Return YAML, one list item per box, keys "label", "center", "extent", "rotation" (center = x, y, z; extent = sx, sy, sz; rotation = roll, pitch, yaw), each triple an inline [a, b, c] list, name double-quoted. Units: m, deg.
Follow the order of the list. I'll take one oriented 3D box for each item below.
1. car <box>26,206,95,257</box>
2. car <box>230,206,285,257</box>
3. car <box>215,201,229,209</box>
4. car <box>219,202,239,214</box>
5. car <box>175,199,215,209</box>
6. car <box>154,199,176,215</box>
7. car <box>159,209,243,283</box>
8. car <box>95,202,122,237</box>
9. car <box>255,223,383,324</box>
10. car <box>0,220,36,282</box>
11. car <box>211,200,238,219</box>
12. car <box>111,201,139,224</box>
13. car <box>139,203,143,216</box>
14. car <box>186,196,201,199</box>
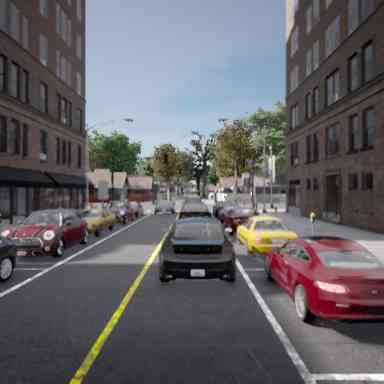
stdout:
- label: "car"
  center: [-5.337, 1.395, 12.420]
  extent: [1.967, 1.590, 4.097]
  rotation: [0, 0, 0]
- label: "car"
  center: [2.688, 1.479, 12.558]
  extent: [1.752, 1.417, 4.829]
  rotation: [0, 0, 0]
- label: "car"
  center: [2.738, 1.500, 23.424]
  extent: [1.802, 1.307, 4.206]
  rotation: [0, 0, 0]
- label: "car"
  center: [2.713, 1.480, 17.906]
  extent: [1.887, 1.381, 4.507]
  rotation: [0, 0, 0]
- label: "car"
  center: [0.187, 1.406, 20.400]
  extent: [1.882, 1.535, 5.008]
  rotation: [0, 0, 0]
- label: "car"
  center: [-2.606, 1.450, 33.041]
  extent: [1.812, 1.442, 4.674]
  rotation: [0, 0, 0]
- label: "car"
  center: [0.140, 1.470, 9.557]
  extent: [1.837, 1.490, 4.892]
  rotation: [0, 0, 0]
- label: "car"
  center: [-5.313, 1.462, 17.769]
  extent: [1.752, 1.417, 4.829]
  rotation: [0, 0, 0]
- label: "car"
  center: [2.663, 1.555, 6.869]
  extent: [1.802, 1.307, 4.206]
  rotation: [0, 0, 0]
- label: "car"
  center: [-5.362, 1.524, 6.902]
  extent: [2.008, 1.369, 4.403]
  rotation: [0, 0, 0]
- label: "car"
  center: [2.763, 1.466, 28.942]
  extent: [1.947, 1.339, 4.313]
  rotation: [0, 0, 0]
- label: "car"
  center: [-5.288, 1.358, 23.458]
  extent: [1.967, 1.590, 4.097]
  rotation: [0, 0, 0]
- label: "car"
  center: [-5.262, 1.482, 28.977]
  extent: [1.802, 1.307, 4.206]
  rotation: [0, 0, 0]
- label: "car"
  center: [0.129, 1.251, 29.455]
  extent: [2.097, 1.767, 4.553]
  rotation: [0, 0, 0]
